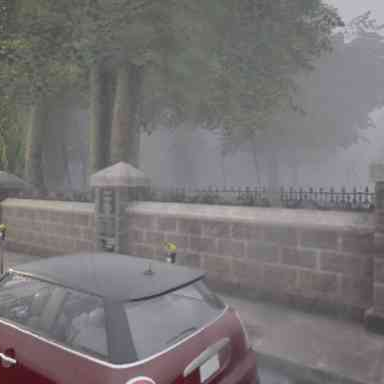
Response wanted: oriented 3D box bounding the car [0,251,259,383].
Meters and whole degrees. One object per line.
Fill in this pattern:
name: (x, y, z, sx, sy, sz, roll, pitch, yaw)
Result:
car: (-1.435, 1.438, 3.813, 4.097, 1.590, 1.967, 0, 1, 36)
